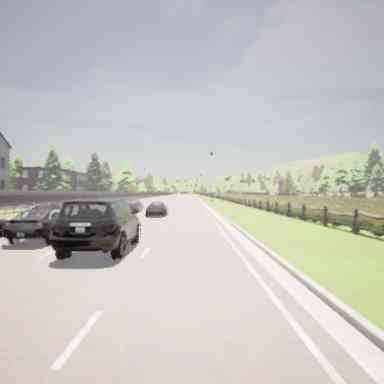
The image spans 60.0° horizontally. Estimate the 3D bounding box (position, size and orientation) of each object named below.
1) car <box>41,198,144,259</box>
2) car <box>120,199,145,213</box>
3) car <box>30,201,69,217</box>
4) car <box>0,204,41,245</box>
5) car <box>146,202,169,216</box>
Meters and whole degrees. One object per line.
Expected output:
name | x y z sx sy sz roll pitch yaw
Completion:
car | -3.396 1.247 12.782 2.150 2.045 5.566 0 0 0
car | -6.888 1.626 39.132 2.033 1.411 5.357 0 0 0
car | -13.888 1.630 32.639 1.994 1.385 4.181 0 0 0
car | -6.895 1.524 15.801 2.128 1.511 4.902 0 0 0
car | -3.389 1.630 32.819 1.994 1.385 4.181 0 0 0
